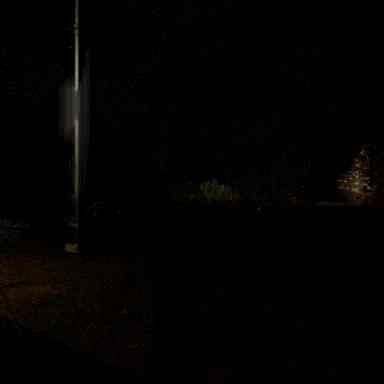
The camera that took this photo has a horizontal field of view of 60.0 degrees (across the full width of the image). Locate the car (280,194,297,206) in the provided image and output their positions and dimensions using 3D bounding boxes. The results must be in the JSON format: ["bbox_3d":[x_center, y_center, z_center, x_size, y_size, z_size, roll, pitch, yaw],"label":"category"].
[{"bbox_3d":[17.713,1.421,61.127,2.150,2.045,5.566,1,0,29],"label":"car"}]

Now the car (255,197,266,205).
[{"bbox_3d":[13.346,1.716,66.529,1.812,1.442,4.674,0,0,34],"label":"car"}]

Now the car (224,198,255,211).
[{"bbox_3d":[5.985,1.621,42.955,1.882,1.535,5.008,0,0,34],"label":"car"}]

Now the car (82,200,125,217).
[{"bbox_3d":[-8.978,1.600,33.223,1.882,1.535,5.008,0,1,34],"label":"car"}]
